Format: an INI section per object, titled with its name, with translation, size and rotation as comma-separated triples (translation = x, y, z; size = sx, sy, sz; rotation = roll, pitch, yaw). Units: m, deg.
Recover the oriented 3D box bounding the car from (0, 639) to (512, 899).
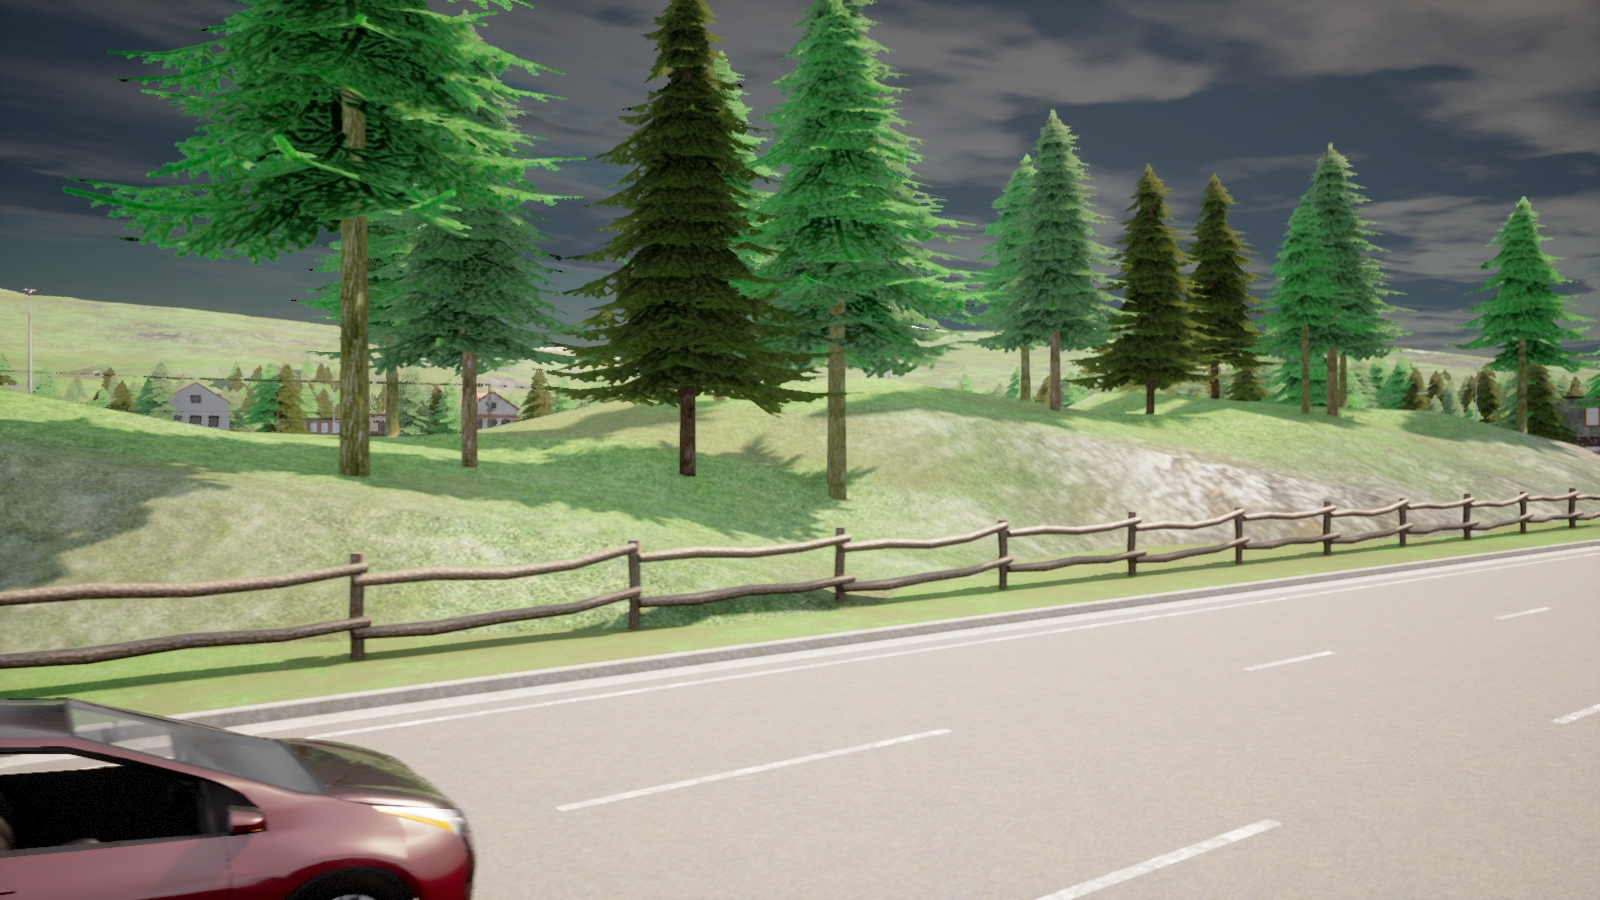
[car]
translation = -3.950, 2.038, 5.593
size = 4.514, 1.525, 2.007
rotation = 0, 0, -34
